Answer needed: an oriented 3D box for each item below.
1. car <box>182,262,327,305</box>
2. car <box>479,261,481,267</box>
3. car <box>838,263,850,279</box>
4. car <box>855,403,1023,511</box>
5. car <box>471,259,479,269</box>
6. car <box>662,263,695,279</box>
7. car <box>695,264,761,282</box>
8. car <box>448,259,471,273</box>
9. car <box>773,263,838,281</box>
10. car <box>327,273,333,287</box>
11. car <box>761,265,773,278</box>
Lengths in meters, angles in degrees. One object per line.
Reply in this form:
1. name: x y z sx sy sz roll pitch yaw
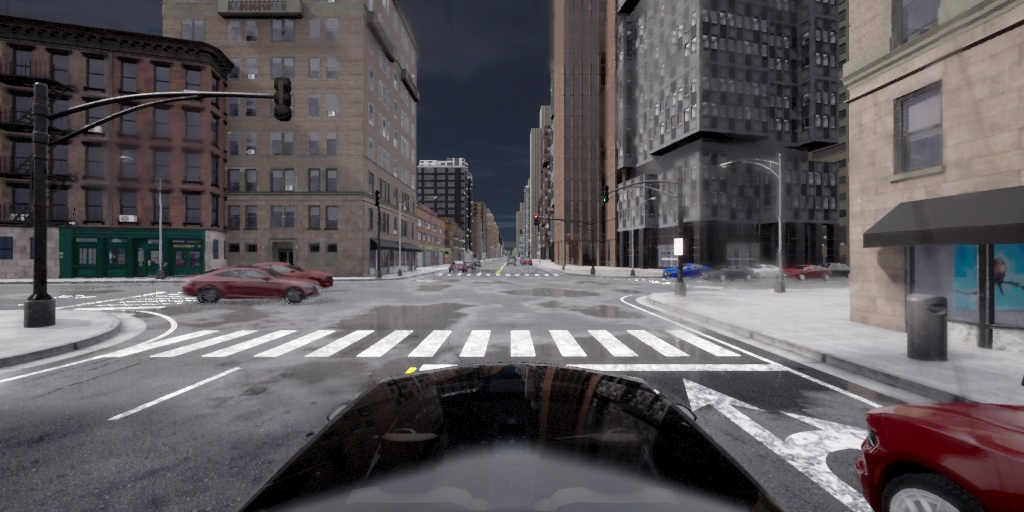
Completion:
1. car: -10.534 1.164 14.795 4.674 1.442 1.812 2 0 -18
2. car: -6.664 1.325 64.650 1.994 1.385 4.181 0 0 0
3. car: 35.023 1.570 39.641 4.553 1.767 2.097 1 0 -13
4. car: 3.352 1.228 0.423 1.882 1.535 5.008 0 0 0
5. car: -6.676 1.252 54.688 2.128 1.511 4.902 0 0 0
6. car: 17.031 1.486 34.791 5.008 1.535 1.882 1 0 -16
7. car: 19.283 1.514 32.048 4.892 1.490 1.837 1 0 -17
8. car: -6.666 1.284 44.727 1.812 1.442 4.674 0 0 0
9. car: 28.334 1.593 34.618 5.008 1.535 1.882 1 0 -15
10. car: -11.991 1.087 18.470 5.008 1.535 1.882 0 0 -25
11. car: 26.014 1.639 37.360 4.674 1.442 1.812 1 0 -15
